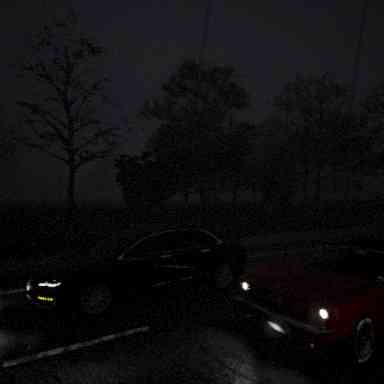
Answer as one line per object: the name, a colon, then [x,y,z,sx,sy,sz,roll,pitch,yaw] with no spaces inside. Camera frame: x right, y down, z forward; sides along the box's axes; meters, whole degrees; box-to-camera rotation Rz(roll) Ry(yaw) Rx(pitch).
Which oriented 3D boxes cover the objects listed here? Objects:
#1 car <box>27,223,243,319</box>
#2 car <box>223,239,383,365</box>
car: [-0.951,1.490,7.403,4.892,1.490,1.837,0,0,-34]
car: [3.047,1.593,5.893,4.718,1.301,1.895,0,0,-33]
